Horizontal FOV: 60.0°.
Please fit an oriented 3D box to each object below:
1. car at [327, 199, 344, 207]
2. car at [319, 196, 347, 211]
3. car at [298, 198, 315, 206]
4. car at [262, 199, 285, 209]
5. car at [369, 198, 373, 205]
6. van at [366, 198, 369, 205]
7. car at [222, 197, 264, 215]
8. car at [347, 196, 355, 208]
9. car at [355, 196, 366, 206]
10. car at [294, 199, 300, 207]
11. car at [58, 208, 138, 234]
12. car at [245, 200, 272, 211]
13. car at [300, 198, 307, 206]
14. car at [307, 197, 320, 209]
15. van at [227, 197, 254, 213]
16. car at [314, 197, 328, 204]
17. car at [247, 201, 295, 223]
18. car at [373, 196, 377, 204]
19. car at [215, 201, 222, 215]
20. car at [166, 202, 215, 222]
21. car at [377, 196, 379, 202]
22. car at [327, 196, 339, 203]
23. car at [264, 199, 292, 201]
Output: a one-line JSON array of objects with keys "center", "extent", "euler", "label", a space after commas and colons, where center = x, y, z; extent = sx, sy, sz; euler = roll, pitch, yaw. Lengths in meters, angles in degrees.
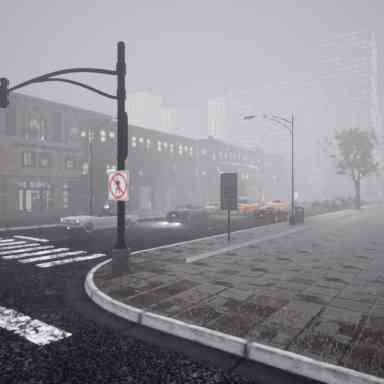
[{"center": [25.127, 1.913, 58.102], "extent": [1.895, 1.301, 4.718], "euler": [0, 0, 35], "label": "car"}, {"center": [19.187, 1.676, 45.157], "extent": [1.967, 1.590, 4.097], "euler": [0, -1, 35], "label": "car"}, {"center": [21.864, 1.876, 63.538], "extent": [2.008, 1.369, 4.403], "euler": [0, -1, 35], "label": "car"}, {"center": [12.233, 1.759, 49.836], "extent": [1.752, 1.417, 4.829], "euler": [0, -1, 35], "label": "car"}, {"center": [35.076, 1.971, 67.759], "extent": [1.802, 1.307, 4.206], "euler": [0, -1, 35], "label": "car"}, {"center": [31.898, 1.699, 63.241], "extent": [1.690, 1.788, 3.998], "euler": [0, -1, 35], "label": "van"}, {"center": [5.539, 1.507, 35.783], "extent": [2.097, 1.767, 4.553], "euler": [0, 0, 35], "label": "car"}, {"center": [22.364, 1.581, 49.679], "extent": [2.192, 1.841, 5.009], "euler": [0, -1, 35], "label": "car"}, {"center": [28.720, 1.642, 58.721], "extent": [2.192, 1.841, 5.009], "euler": [0, -1, 35], "label": "car"}, {"center": [15.508, 1.815, 54.496], "extent": [2.008, 1.369, 4.403], "euler": [0, -1, 35], "label": "car"}, {"center": [-5.525, 1.668, 20.063], "extent": [1.895, 1.301, 4.718], "euler": [0, 0, 35], "label": "car"}, {"center": [9.153, 1.756, 45.454], "extent": [2.008, 1.369, 4.403], "euler": [0, 0, 35], "label": "car"}, {"center": [18.686, 1.846, 59.016], "extent": [2.008, 1.369, 4.403], "euler": [0, -1, 35], "label": "car"}, {"center": [19.336, 1.749, 49.864], "extent": [2.128, 1.511, 4.902], "euler": [0, 0, 35], "label": "car"}, {"center": [5.975, 1.518, 40.934], "extent": [1.690, 1.788, 3.998], "euler": [0, 0, 35], "label": "van"}, {"center": [28.219, 1.828, 72.579], "extent": [1.967, 1.590, 4.097], "euler": [0, -1, 35], "label": "car"}, {"center": [6.519, 1.670, 27.044], "extent": [1.887, 1.381, 4.507], "euler": [0, 0, 35], "label": "car"}, {"center": [38.352, 1.948, 72.420], "extent": [1.752, 1.417, 4.829], "euler": [0, -1, 35], "label": "car"}, {"center": [2.699, 1.674, 36.273], "extent": [1.752, 1.417, 4.829], "euler": [0, 0, 35], "label": "car"}, {"center": [-0.272, 1.672, 27.521], "extent": [1.994, 1.385, 4.181], "euler": [0, 0, 36], "label": "car"}, {"center": [41.431, 2.037, 76.801], "extent": [1.802, 1.307, 4.206], "euler": [0, -1, 35], "label": "car"}, {"center": [34.575, 1.893, 81.621], "extent": [1.967, 1.590, 4.097], "euler": [0, -1, 35], "label": "car"}, {"center": [11.412, 1.684, 44.082], "extent": [1.882, 1.535, 5.008], "euler": [0, 0, 36], "label": "car"}]
